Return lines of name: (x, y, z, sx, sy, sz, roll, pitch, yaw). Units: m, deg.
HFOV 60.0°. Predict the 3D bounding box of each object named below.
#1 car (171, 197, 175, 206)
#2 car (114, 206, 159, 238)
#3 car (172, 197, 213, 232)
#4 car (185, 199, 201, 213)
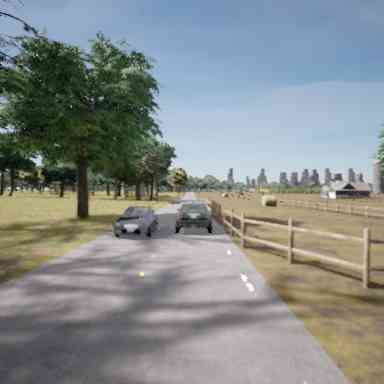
car: (-2.729, 1.665, 60.210, 1.837, 1.490, 4.892, 0, 0, 0)
car: (-2.844, 1.515, 17.885, 2.128, 1.511, 4.902, 0, 0, 0)
car: (0.099, 1.381, 20.256, 2.097, 1.767, 4.553, 0, 0, 0)
car: (0.111, 1.626, 39.025, 1.837, 1.490, 4.892, 0, -1, 0)
